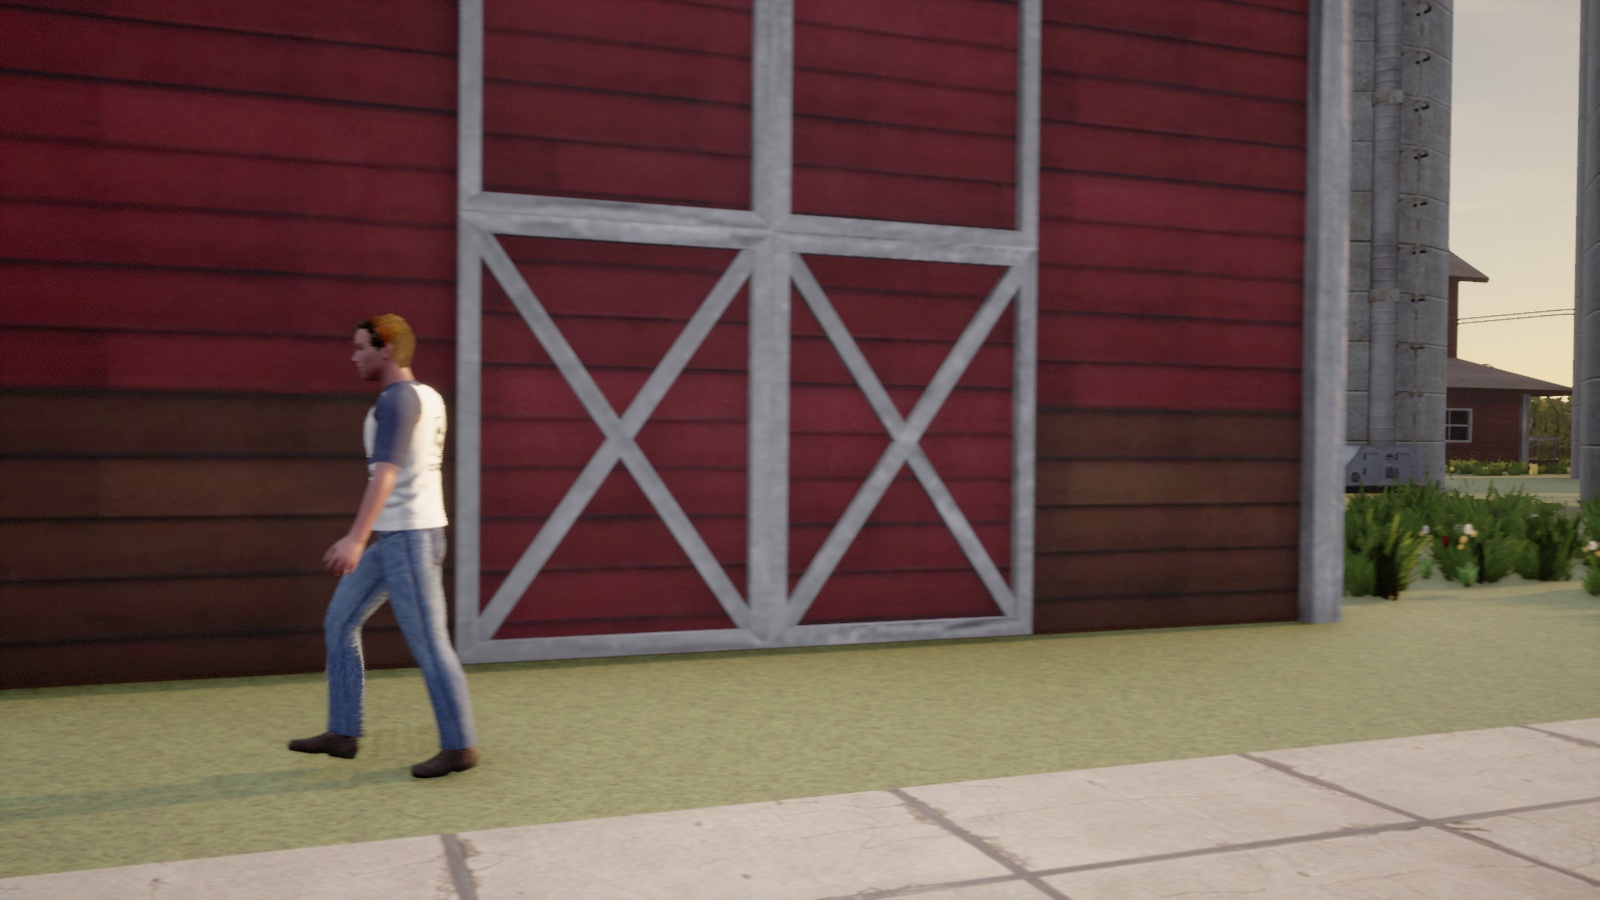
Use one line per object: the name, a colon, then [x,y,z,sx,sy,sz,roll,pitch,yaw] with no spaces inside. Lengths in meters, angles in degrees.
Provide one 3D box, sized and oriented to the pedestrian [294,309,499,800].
pedestrian: [-1.566,0.385,4.939,0.706,1.836,0.354,-1,1,-12]
